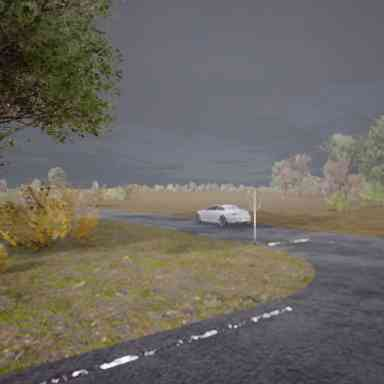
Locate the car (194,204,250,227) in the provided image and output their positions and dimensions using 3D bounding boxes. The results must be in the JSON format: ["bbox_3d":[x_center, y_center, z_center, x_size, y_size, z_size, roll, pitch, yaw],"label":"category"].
[{"bbox_3d":[2.041,1.562,23.337,1.812,1.442,4.674,0,0,-35],"label":"car"}]
